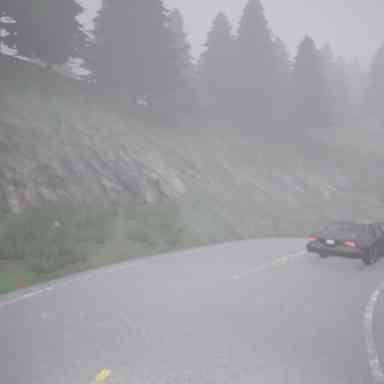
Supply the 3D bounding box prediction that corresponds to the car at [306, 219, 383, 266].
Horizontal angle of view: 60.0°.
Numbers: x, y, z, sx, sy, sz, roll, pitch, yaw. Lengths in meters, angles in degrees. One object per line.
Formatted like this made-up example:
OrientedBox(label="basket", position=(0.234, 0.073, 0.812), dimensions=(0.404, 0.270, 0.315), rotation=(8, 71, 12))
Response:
OrientedBox(label="car", position=(6.314, 1.728, 12.384), dimensions=(5.357, 1.411, 2.033), rotation=(2, -1, -42))
